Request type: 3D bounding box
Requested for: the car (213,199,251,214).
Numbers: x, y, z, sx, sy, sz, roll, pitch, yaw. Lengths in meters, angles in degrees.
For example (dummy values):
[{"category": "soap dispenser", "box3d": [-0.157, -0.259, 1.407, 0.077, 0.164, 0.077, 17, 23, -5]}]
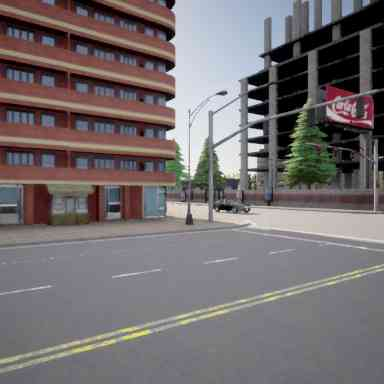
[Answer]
[{"category": "car", "box3d": [4.209, 1.491, 35.904, 2.128, 1.511, 4.902, 0, 0, -35]}]
